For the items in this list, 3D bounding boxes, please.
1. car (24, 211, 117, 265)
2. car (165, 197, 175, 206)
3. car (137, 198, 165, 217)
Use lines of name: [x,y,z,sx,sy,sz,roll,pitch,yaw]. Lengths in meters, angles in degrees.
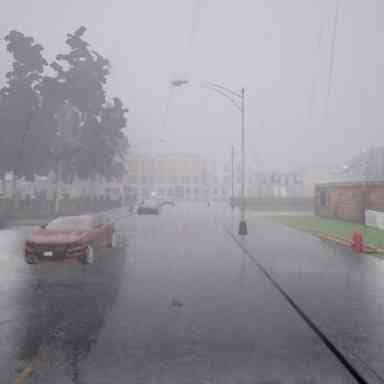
car: [-4.072,1.480,11.917,1.882,1.535,5.008,0,0,0]
car: [-3.882,1.558,55.581,2.033,1.411,5.357,0,0,1]
car: [-4.023,1.484,32.076,1.882,1.535,5.008,0,0,0]
